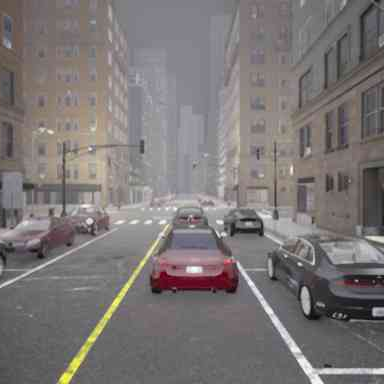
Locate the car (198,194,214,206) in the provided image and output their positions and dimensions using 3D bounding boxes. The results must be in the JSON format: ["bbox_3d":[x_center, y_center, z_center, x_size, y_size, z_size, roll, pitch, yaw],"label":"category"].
[{"bbox_3d":[2.532,1.521,55.237,1.967,1.590,4.097,0,0,0],"label":"car"}]

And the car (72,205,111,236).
[{"bbox_3d":[-5.785,1.456,18.092,1.967,1.590,4.097,0,0,0],"label":"car"}]

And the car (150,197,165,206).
[{"bbox_3d":[-5.992,1.663,55.194,1.802,1.307,4.206,0,0,0],"label":"car"}]

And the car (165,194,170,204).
[{"bbox_3d":[-6.043,1.661,66.011,2.008,1.369,4.403,0,0,0],"label":"car"}]

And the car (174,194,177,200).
[{"bbox_3d":[-6.172,1.533,93.054,2.192,1.841,5.009,0,0,0],"label":"car"}]

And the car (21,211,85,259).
[{"bbox_3d":[-5.749,1.592,12.590,1.802,1.307,4.206,0,0,0],"label":"car"}]

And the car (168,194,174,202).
[{"bbox_3d":[-6.119,1.693,82.066,1.752,1.417,4.829,0,0,0],"label":"car"}]

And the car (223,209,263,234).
[{"bbox_3d":[2.741,1.581,18.147,1.947,1.339,4.313,0,0,0],"label":"car"}]

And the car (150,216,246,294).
[{"bbox_3d":[0.025,1.571,8.852,1.994,1.385,4.181,0,0,-1],"label":"car"}]

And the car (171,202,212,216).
[{"bbox_3d":[-0.079,1.520,18.051,1.837,1.490,4.892,0,0,0],"label":"car"}]

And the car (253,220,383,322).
[{"bbox_3d":[2.812,1.556,7.145,2.008,1.369,4.403,0,0,0],"label":"car"}]

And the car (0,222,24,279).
[{"bbox_3d":[-5.713,1.572,7.089,1.947,1.339,4.313,0,0,0],"label":"car"}]

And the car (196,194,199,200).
[{"bbox_3d":[2.430,1.587,76.872,1.967,1.590,4.097,0,0,0],"label":"car"}]
